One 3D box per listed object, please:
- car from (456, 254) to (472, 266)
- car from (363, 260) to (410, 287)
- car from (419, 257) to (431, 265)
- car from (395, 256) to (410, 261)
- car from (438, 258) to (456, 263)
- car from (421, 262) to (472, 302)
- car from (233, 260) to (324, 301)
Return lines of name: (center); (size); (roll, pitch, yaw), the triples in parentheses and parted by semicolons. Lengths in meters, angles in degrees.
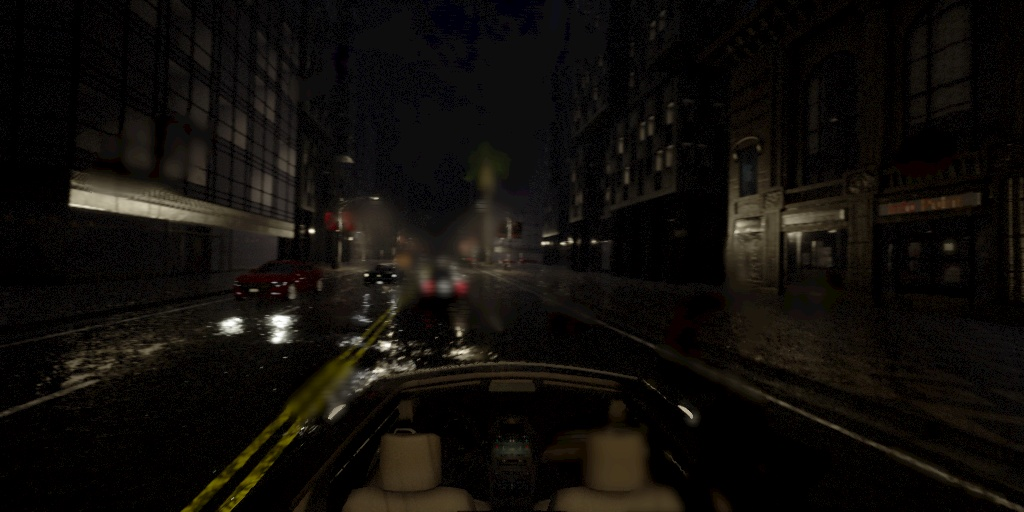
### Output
car: (-7.829, 0.773, 59.924); (2.150, 2.045, 5.566); (2, 0, -11)
car: (-7.534, 1.116, 21.587); (1.895, 1.301, 4.718); (2, 0, -10)
car: (-15.050, 0.902, 62.525); (2.033, 1.411, 5.357); (2, 0, -10)
car: (-17.304, 0.746, 56.755); (1.882, 1.535, 5.008); (2, 0, -10)
car: (-9.365, 0.974, 50.353); (2.128, 1.511, 4.902); (2, 0, -11)
car: (-3.017, 1.200, 16.141); (2.033, 1.411, 5.357); (2, 0, -11)
car: (-9.663, 0.934, 15.270); (1.882, 1.535, 5.008); (2, 0, -10)
